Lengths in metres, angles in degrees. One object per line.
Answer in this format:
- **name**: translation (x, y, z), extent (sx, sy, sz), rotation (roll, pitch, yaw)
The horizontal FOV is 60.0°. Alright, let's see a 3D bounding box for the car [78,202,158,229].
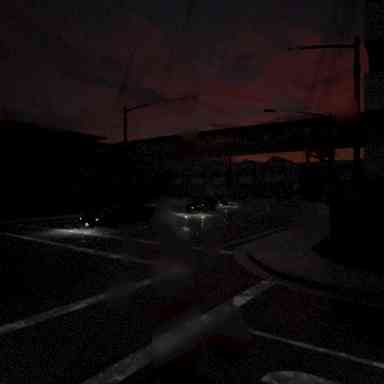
- **car**: translation (-4.345, 1.351, 20.586), extent (2.033, 1.411, 5.357), rotation (0, 1, 33)

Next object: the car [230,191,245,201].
- **car**: translation (6.903, 0.648, 52.386), extent (1.837, 1.490, 4.892), rotation (0, 0, -7)

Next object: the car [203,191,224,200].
- **car**: translation (4.062, 0.644, 63.352), extent (1.837, 1.490, 4.892), rotation (0, 0, -24)

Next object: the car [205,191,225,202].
- **car**: translation (3.463, 0.640, 51.274), extent (2.128, 1.511, 4.902), rotation (0, 0, -6)

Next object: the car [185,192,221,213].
- **car**: translation (0.878, 1.062, 30.517), extent (1.837, 1.490, 4.892), rotation (0, 1, 20)

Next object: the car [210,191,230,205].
- **car**: translation (3.433, 0.825, 40.889), extent (1.812, 1.442, 4.674), rotation (0, 1, 6)
